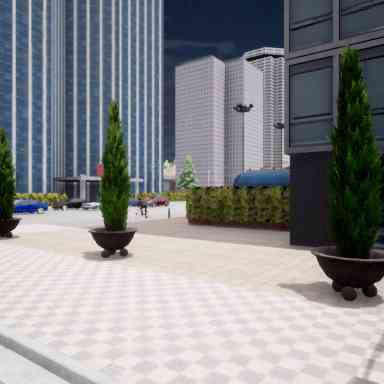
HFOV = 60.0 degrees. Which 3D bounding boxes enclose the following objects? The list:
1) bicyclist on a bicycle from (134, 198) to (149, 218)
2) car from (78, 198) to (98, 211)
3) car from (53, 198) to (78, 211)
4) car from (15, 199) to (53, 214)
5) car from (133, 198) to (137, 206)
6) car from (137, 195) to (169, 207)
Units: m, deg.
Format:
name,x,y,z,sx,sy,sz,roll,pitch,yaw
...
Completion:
name,x,y,z,sx,sy,sz,roll,pitch,yaw
bicyclist on a bicycle,-4.087,1.301,26.668,1.656,1.620,0.582,0,0,35
car,-11.349,1.601,41.528,1.895,1.301,4.718,0,0,35
car,-15.226,1.477,42.099,1.882,1.535,5.008,0,0,35
car,-17.060,1.477,33.396,1.882,1.535,5.008,0,0,35
car,-9.297,1.547,50.524,2.033,1.411,5.357,0,0,35
car,-5.500,1.352,49.828,2.097,1.767,4.553,0,0,35
